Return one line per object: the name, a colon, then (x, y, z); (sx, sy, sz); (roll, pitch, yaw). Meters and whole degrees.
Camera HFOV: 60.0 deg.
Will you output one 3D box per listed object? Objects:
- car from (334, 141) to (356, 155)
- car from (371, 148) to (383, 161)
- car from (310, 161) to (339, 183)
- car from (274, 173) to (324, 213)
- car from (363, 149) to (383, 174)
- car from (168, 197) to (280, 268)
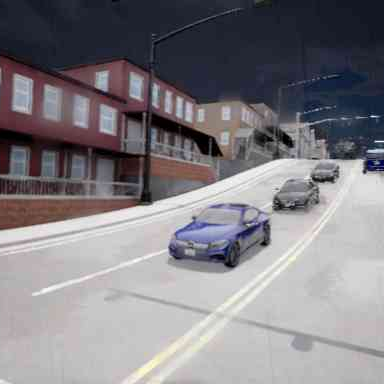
car: (18.646, -5.173, 40.519); (2.150, 2.045, 5.566); (3, 10, 30)
car: (25.283, -5.034, 44.948); (1.812, 1.442, 4.674); (2, 5, 30)
car: (11.111, -1.726, 27.720); (1.837, 1.490, 4.892); (3, 12, 30)
car: (5.983, 0.091, 18.859); (1.837, 1.490, 4.892); (3, 10, 29)
car: (16.924, -2.872, 30.383); (2.150, 2.045, 5.566); (3, 12, 30)
car: (1.102, 1.116, 10.347); (1.812, 1.442, 4.674); (3, 5, 30)
